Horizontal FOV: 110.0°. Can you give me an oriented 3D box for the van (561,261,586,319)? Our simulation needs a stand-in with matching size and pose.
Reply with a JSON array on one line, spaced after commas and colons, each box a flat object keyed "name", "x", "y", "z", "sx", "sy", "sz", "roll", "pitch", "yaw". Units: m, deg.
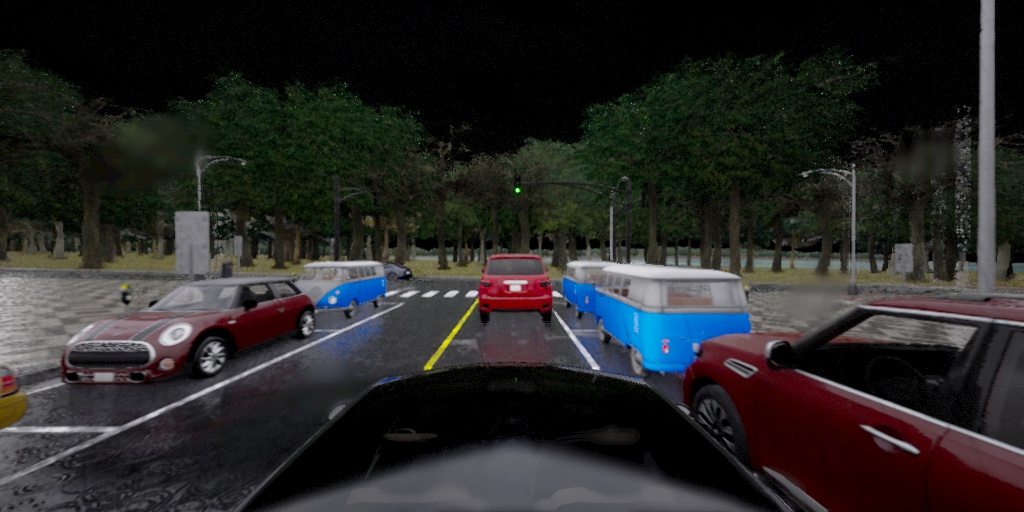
[{"name": "van", "x": 2.757, "y": 1.074, "z": 12.499, "sx": 1.690, "sy": 1.789, "sz": 3.998, "roll": 0, "pitch": 0, "yaw": 0}]

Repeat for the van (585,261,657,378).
[{"name": "van", "x": 2.761, "y": 1.083, "z": 7.061, "sx": 1.690, "sy": 1.789, "sz": 3.998, "roll": 0, "pitch": 0, "yaw": 0}]

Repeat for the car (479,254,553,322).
[{"name": "car", "x": 0.115, "y": 0.955, "z": 12.334, "sx": 2.150, "sy": 2.045, "sz": 5.566, "roll": 0, "pitch": 0, "yaw": 0}]

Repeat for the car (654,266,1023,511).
[{"name": "car", "x": 2.764, "y": 1.065, "z": 1.624, "sx": 2.192, "sy": 1.841, "sz": 5.009, "roll": 0, "pitch": 0, "yaw": 0}]

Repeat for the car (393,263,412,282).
[{"name": "car", "x": -9.418, "y": 1.118, "z": 26.022, "sx": 4.181, "sy": 1.385, "sz": 1.994, "roll": 1, "pitch": 0, "yaw": 12}]

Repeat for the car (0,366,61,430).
[{"name": "car", "x": -5.761, "y": 1.275, "z": 1.448, "sx": 1.751, "sy": 1.417, "sz": 4.829, "roll": 0, "pitch": 0, "yaw": 0}]

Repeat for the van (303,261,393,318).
[{"name": "van", "x": -5.768, "y": 1.074, "z": 12.493, "sx": 1.690, "sy": 1.789, "sz": 3.998, "roll": 0, "pitch": 0, "yaw": 0}]

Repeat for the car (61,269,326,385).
[{"name": "car", "x": -5.765, "y": 1.181, "z": 7.055, "sx": 1.967, "sy": 1.591, "sz": 4.097, "roll": 0, "pitch": 0, "yaw": 0}]
